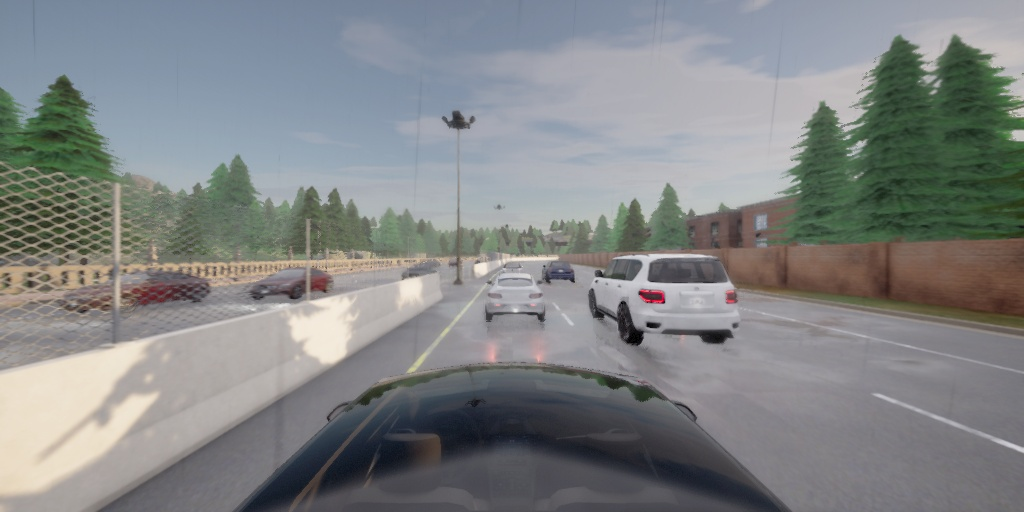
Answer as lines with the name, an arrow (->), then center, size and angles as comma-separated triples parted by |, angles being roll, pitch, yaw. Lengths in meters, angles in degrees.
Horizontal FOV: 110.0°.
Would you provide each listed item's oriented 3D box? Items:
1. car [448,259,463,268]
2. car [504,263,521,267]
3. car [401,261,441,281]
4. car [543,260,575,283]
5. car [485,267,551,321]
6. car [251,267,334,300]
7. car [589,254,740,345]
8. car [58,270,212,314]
car -> -9.921, 1.227, 63.300 | 1.882, 1.535, 5.008 | 0, 0, 2
car -> 0.063, 1.352, 33.870 | 1.895, 1.301, 4.718 | 0, 0, 1
car -> -7.154, 1.316, 27.888 | 1.994, 1.385, 4.181 | 0, 0, 0
car -> 3.528, 1.103, 28.011 | 2.097, 1.767, 4.553 | 0, 0, 0
car -> 0.101, 1.276, 12.345 | 1.812, 1.442, 4.674 | 0, 0, 0
car -> -10.611, 1.276, 17.768 | 1.812, 1.442, 4.674 | 0, 0, 0
car -> 3.615, 0.972, 9.639 | 2.150, 2.045, 5.566 | 0, 0, 0
car -> -14.102, 1.276, 13.880 | 1.812, 1.442, 4.674 | 0, 0, 0
